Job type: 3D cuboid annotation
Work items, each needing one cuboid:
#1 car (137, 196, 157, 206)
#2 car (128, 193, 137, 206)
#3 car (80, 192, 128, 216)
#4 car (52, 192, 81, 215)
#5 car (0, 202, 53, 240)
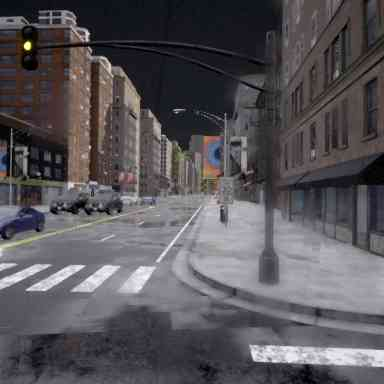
[{"bbox_3d":[-6.674,1.387,51.214,1.812,1.442,4.674,1,0,4],"label":"car"},{"bbox_3d":[-9.914,1.098,51.424,2.150,2.045,5.566,1,0,4],"label":"car"},{"bbox_3d":[-8.047,1.081,31.020,2.150,2.045,5.566,1,0,4],"label":"car"},{"bbox_3d":[-11.267,1.049,31.482,2.150,2.045,5.566,1,0,4],"label":"car"},{"bbox_3d":[-8.964,1.413,16.460,1.812,1.442,4.674,1,0,2],"label":"car"}]
